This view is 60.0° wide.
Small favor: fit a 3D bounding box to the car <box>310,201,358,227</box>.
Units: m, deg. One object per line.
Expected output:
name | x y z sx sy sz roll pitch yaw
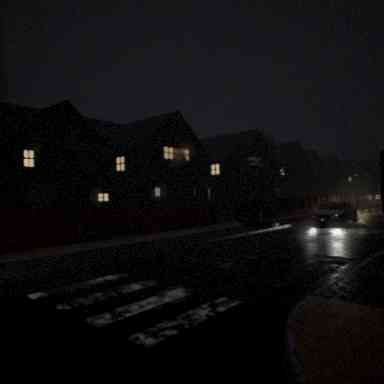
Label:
car | 9.250 1.350 21.464 1.812 1.442 4.674 -2 -1 42
